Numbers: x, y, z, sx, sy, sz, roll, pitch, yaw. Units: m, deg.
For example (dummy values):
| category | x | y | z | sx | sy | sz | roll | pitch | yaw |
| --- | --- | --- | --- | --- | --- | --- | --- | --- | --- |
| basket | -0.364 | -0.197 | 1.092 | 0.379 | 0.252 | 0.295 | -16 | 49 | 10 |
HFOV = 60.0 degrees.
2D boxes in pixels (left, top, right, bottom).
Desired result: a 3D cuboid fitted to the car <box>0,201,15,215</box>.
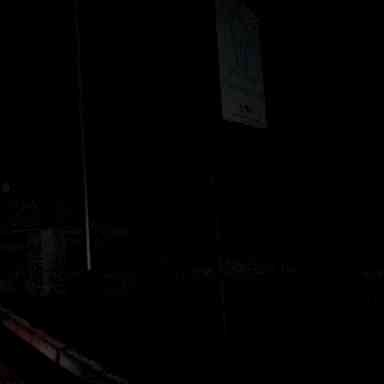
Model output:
| category | x | y | z | sx | sy | sz | roll | pitch | yaw |
| --- | --- | --- | --- | --- | --- | --- | --- | --- | --- |
| car | -23.181 | 1.881 | 39.829 | 2.097 | 1.767 | 4.553 | -3 | 0 | -5 |

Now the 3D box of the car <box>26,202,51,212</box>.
| category | x | y | z | sx | sy | sz | roll | pitch | yaw |
| --- | --- | --- | --- | --- | --- | --- | --- | --- | --- |
| car | -23.523 | 2.231 | 51.209 | 1.994 | 1.385 | 4.181 | -4 | -1 | 7 |
